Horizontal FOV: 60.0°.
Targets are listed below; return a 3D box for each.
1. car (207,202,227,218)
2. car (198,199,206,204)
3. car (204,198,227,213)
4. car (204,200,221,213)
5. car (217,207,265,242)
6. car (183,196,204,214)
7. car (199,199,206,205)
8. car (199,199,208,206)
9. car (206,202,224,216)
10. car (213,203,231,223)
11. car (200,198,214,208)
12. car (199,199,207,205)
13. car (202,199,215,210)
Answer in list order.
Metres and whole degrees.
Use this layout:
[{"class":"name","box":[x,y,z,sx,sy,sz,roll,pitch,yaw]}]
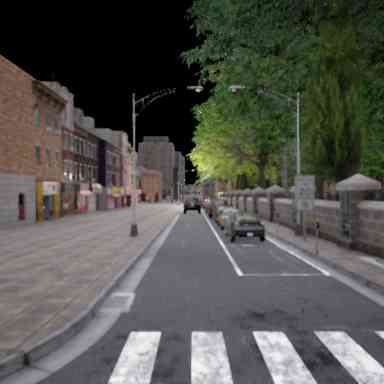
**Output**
[{"class":"car","box":[2.643,1.821,28.184,2.008,1.369,4.403,-1,-1,0]},{"class":"car","box":[2.716,2.610,89.817,2.008,1.369,4.403,-1,-1,0]},{"class":"car","box":[2.642,1.643,33.636,2.192,1.841,5.009,-1,-1,0]},{"class":"car","box":[2.653,1.890,44.535,1.967,1.590,4.097,-1,-1,0]},{"class":"car","box":[2.636,1.715,17.284,2.008,1.369,4.403,-1,-1,0]},{"class":"car","box":[0.029,1.649,41.876,2.150,2.045,5.566,0,-1,0]},{"class":"car","box":[2.738,2.555,87.843,1.752,1.417,4.829,-1,-1,0]},{"class":"car","box":[2.679,2.439,77.232,1.947,1.339,4.313,-1,-1,0]},{"class":"car","box":[2.651,1.915,39.254,1.752,1.417,4.829,-1,-1,0]},{"class":"car","box":[2.639,1.743,22.903,1.752,1.417,4.829,-1,-1,0]},{"class":"car","box":[2.661,1.965,60.887,2.192,1.841,5.009,-1,-1,0]},{"class":"car","box":[2.683,2.504,82.682,2.008,1.369,4.403,-1,-1,0]},{"class":"car","box":[2.661,2.021,55.435,1.967,1.590,4.097,-1,-1,0]}]
